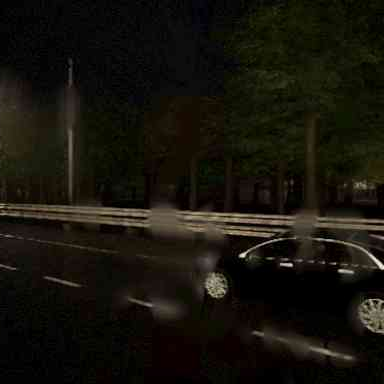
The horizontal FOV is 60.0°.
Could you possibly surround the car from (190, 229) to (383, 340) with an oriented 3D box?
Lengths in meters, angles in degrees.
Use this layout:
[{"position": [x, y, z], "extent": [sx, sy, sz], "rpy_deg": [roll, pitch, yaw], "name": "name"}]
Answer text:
[{"position": [2.212, 1.507, 6.590], "extent": [4.892, 1.490, 1.837], "rpy_deg": [0, 0, 35], "name": "car"}]
